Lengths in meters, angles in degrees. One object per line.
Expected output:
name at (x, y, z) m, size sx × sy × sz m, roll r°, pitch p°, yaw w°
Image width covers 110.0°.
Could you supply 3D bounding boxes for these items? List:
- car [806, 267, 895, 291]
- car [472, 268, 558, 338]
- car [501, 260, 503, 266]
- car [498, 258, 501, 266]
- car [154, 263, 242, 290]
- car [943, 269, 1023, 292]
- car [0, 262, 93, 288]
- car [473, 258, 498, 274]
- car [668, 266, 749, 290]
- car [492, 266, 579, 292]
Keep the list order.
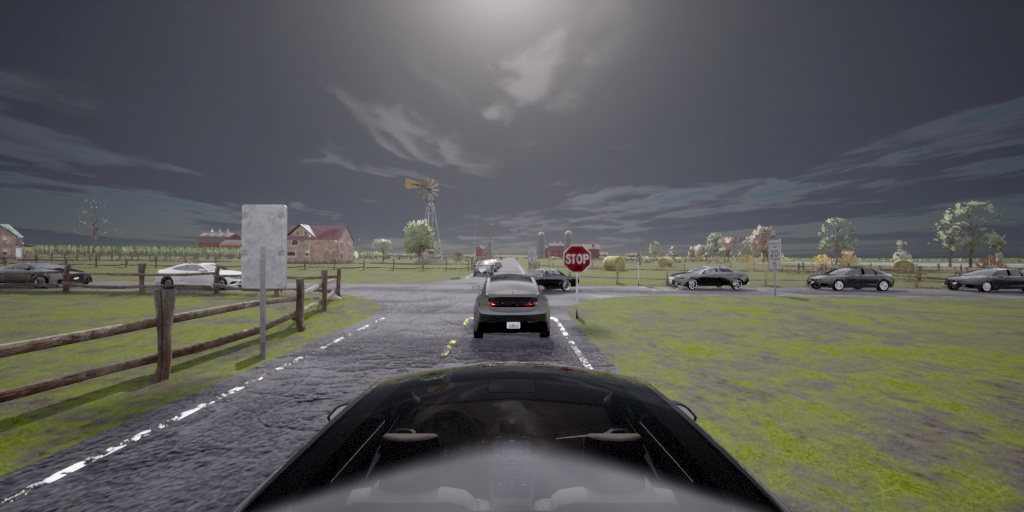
car at (22.199, 1.498, 23.639) m, size 4.892 × 1.490 × 1.837 m, roll 1°, pitch -1°, yaw -1°
car at (-0.074, 1.256, 10.192) m, size 1.837 × 1.490 × 4.892 m, roll 0°, pitch 0°, yaw -3°
car at (-2.822, 1.237, 55.867) m, size 2.128 × 1.511 × 4.902 m, roll 0°, pitch 0°, yaw 0°
car at (-2.853, 1.239, 46.325) m, size 2.128 × 1.511 × 4.902 m, roll 0°, pitch 0°, yaw 0°
car at (-17.244, 1.102, 20.149) m, size 4.674 × 1.442 × 1.812 m, roll 1°, pitch -1°, yaw -1°
car at (31.702, 1.586, 23.760) m, size 4.892 × 1.490 × 1.837 m, roll 1°, pitch -1°, yaw -1°
car at (-26.364, 1.047, 20.027) m, size 4.181 × 1.385 × 1.994 m, roll 1°, pitch -1°, yaw -1°
car at (-2.860, 1.241, 36.879) m, size 2.128 × 1.511 × 4.902 m, roll 0°, pitch 0°, yaw 0°
car at (12.797, 1.395, 23.467) m, size 4.902 × 1.511 × 2.128 m, roll 1°, pitch -1°, yaw -2°
car at (1.499, 1.368, 20.239) m, size 4.718 × 1.301 × 1.895 m, roll 1°, pitch 0°, yaw -35°
